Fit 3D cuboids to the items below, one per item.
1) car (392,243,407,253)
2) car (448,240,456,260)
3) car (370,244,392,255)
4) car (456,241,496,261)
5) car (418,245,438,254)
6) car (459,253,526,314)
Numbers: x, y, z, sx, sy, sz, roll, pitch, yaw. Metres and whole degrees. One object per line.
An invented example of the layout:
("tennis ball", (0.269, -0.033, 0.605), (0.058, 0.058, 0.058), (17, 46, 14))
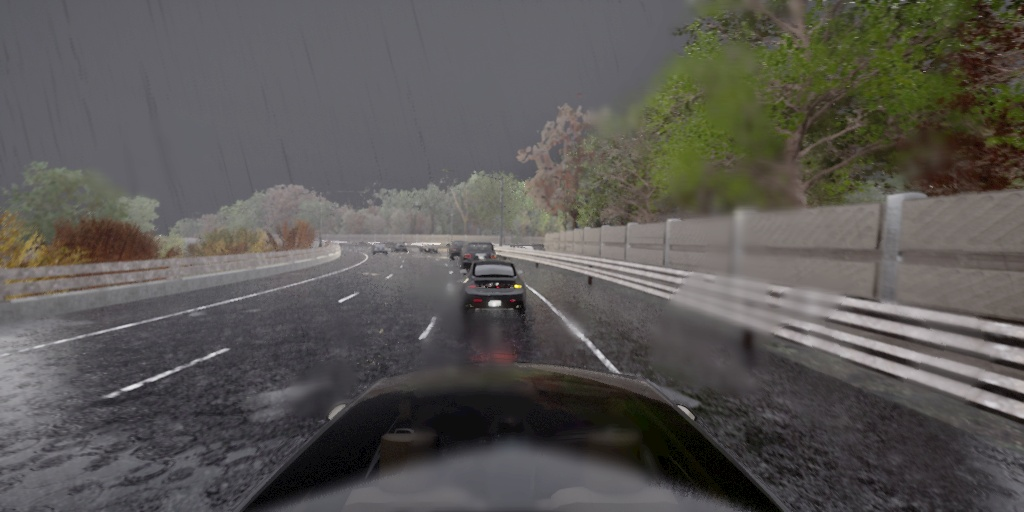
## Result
("car", (-17.276, -1.239, 54.512), (1.837, 1.490, 4.892), (0, 3, -29))
("car", (-5.647, -0.668, 38.956), (2.150, 2.045, 5.566), (0, 3, -13))
("car", (-18.090, -0.956, 48.654), (2.033, 1.411, 5.357), (0, 3, -26))
("car", (-2.338, 0.036, 23.862), (2.150, 2.045, 5.566), (0, 3, -11))
("car", (-12.476, -1.002, 52.993), (1.895, 1.301, 4.718), (0, 3, -27))
("car", (-0.656, 0.866, 11.775), (1.837, 1.490, 4.892), (1, 3, -5))
